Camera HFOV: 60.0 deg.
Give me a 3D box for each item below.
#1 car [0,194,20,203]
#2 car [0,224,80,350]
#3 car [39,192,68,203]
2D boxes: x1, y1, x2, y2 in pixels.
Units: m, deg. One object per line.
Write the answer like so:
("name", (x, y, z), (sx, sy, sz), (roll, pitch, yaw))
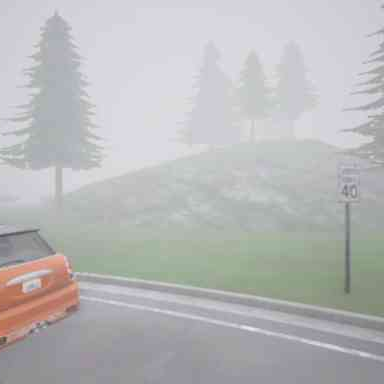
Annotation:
("car", (-25.788, 0.963, 44.929), (1.895, 1.301, 4.718), (0, 1, 16))
("car", (-4.147, 1.274, 5.301), (4.553, 1.767, 2.097), (0, 1, 22))
("car", (-20.719, 0.774, 49.951), (1.882, 1.535, 5.008), (0, 1, 16))
